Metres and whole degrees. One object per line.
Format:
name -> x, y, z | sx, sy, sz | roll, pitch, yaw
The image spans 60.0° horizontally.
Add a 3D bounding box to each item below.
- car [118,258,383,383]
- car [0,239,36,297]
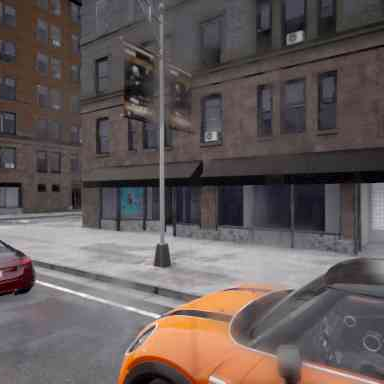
car -> 1.524, 1.352, 2.599 | 4.553, 1.767, 2.097 | 0, 0, 36
car -> -5.416, 1.564, 7.533 | 4.181, 1.385, 1.994 | 0, 0, 36
